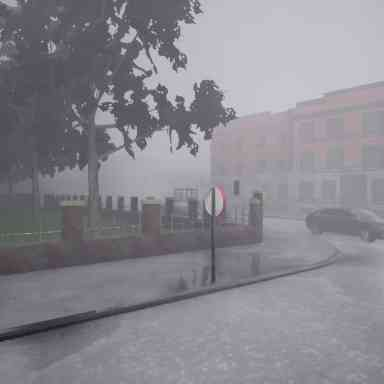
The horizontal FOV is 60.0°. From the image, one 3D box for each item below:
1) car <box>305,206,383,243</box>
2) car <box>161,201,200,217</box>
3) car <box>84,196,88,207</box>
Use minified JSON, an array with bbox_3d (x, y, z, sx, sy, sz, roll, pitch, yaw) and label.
[{"bbox_3d":[7.842,1.505,16.377,1.837,1.490,4.892,1,0,-27],"label":"car"},{"bbox_3d":[-1.158,1.526,29.660,1.812,1.442,4.674,0,0,-36],"label":"car"},{"bbox_3d":[-15.119,1.351,49.315,2.097,1.767,4.553,0,0,-35],"label":"car"}]
